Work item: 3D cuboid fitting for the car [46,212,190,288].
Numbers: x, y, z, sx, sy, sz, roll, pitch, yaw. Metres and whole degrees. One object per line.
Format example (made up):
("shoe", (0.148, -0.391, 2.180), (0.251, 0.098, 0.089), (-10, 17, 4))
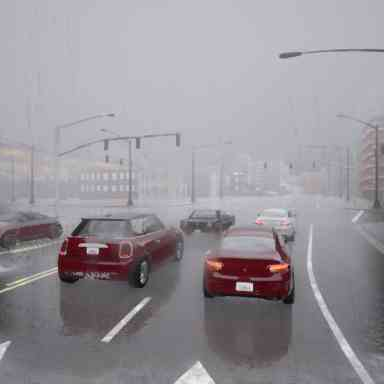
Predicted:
("car", (-1.730, 1.352, 9.584), (2.097, 1.767, 4.553), (0, 0, 14))

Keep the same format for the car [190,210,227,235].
("car", (1.033, 1.601, 18.097), (1.895, 1.301, 4.718), (0, 0, 20))

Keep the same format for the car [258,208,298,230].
("car", (4.215, 1.526, 16.604), (1.812, 1.442, 4.674), (0, 0, 20))

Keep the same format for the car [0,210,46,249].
("car", (-7.756, 1.564, 14.692), (1.994, 1.385, 4.181), (0, 0, 19))

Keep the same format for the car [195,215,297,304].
("car", (1.465, 1.526, 8.175), (1.812, 1.442, 4.674), (0, 0, 13))
